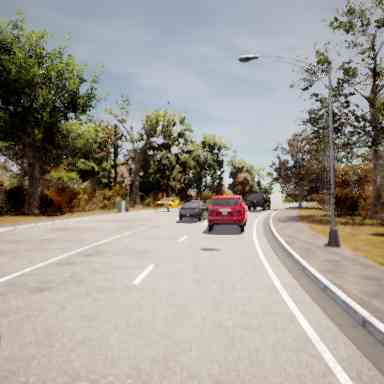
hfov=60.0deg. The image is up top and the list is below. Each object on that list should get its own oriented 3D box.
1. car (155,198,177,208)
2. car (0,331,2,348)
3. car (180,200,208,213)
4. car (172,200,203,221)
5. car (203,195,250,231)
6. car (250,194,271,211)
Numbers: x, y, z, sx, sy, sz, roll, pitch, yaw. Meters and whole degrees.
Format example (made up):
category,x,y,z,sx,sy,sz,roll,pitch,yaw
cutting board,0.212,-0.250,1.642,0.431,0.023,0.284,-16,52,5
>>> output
category,x,y,z,sx,sy,sz,roll,pitch,yaw
car,-2.972,1.421,41.618,1.882,1.535,5.008,-1,0,20
car,-3.261,1.520,2.107,1.812,1.442,4.674,0,0,1
car,0.315,1.724,40.399,1.994,1.385,4.181,-1,-1,20
car,0.280,1.564,27.630,2.128,1.511,4.902,-1,0,14
car,2.313,1.249,20.910,2.150,2.045,5.566,-1,0,11
car,8.354,1.242,41.288,2.150,2.045,5.566,-1,0,22
